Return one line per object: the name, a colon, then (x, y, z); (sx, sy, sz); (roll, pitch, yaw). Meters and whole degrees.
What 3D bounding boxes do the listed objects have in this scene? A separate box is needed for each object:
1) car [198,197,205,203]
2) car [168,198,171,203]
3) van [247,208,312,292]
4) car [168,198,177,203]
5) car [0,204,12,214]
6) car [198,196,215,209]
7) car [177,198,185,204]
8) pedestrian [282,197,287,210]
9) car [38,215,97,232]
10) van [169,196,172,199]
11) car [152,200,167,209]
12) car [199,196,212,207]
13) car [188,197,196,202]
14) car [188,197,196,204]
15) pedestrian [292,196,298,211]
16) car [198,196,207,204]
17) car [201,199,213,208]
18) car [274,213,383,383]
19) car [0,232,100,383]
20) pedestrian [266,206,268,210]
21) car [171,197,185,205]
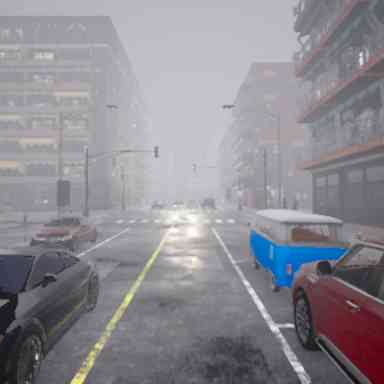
car: (2.587, 2.203, 91.392); (1.967, 1.590, 4.097); (1, -1, 0)
car: (-5.294, 1.993, 57.987); (1.947, 1.339, 4.313); (1, 0, 0)
van: (2.552, 1.402, 8.762); (1.690, 1.788, 3.998); (1, 0, 0)
car: (-5.294, 2.314, 91.357); (2.008, 1.369, 4.403); (1, -1, 0)
car: (-24.441, 1.974, 40.162); (4.829, 1.417, 1.752); (0, -1, 0)
car: (2.590, 1.700, 52.473); (2.192, 1.841, 5.009); (1, 0, 0)
car: (-2.742, 2.198, 85.272); (1.812, 1.442, 4.674); (0, -1, 0)
pedestrian: (7.013, 1.286, 25.501); (0.375, 1.860, 0.375); (1, -2, 0)
car: (-5.299, 1.685, 14.347); (1.802, 1.307, 4.206); (1, 0, 0)
van: (-5.290, 2.036, 85.795); (1.690, 1.788, 3.998); (1, -1, 0)
car: (-5.295, 1.951, 52.426); (1.947, 1.339, 4.313); (1, 0, 0)
car: (2.589, 1.787, 63.597); (2.192, 1.841, 5.009); (1, -1, 0)
car: (0.009, 2.148, 92.480); (2.033, 1.411, 5.357); (0, -1, 0)
car: (0.009, 2.202, 82.470); (1.994, 1.385, 4.181); (0, -1, 0)
pedestrian: (8.013, 1.211, 26.103); (0.375, 1.860, 0.375); (1, -2, 0)
car: (2.589, 2.010, 85.830); (2.192, 1.841, 5.009); (1, -1, 0)
car: (2.586, 1.954, 58.200); (1.752, 1.417, 4.829); (1, 0, 0)
car: (2.553, 1.338, 3.230); (2.192, 1.841, 5.009); (1, 0, 0)
car: (-2.845, 1.599, 5.050); (1.994, 1.385, 4.181); (0, 0, 0)
pedestrian: (6.013, 1.703, 26.690); (0.500, 1.100, 0.500); (1, -2, 0)
car: (-2.743, 2.078, 69.667); (1.994, 1.385, 4.181); (0, -1, 0)
